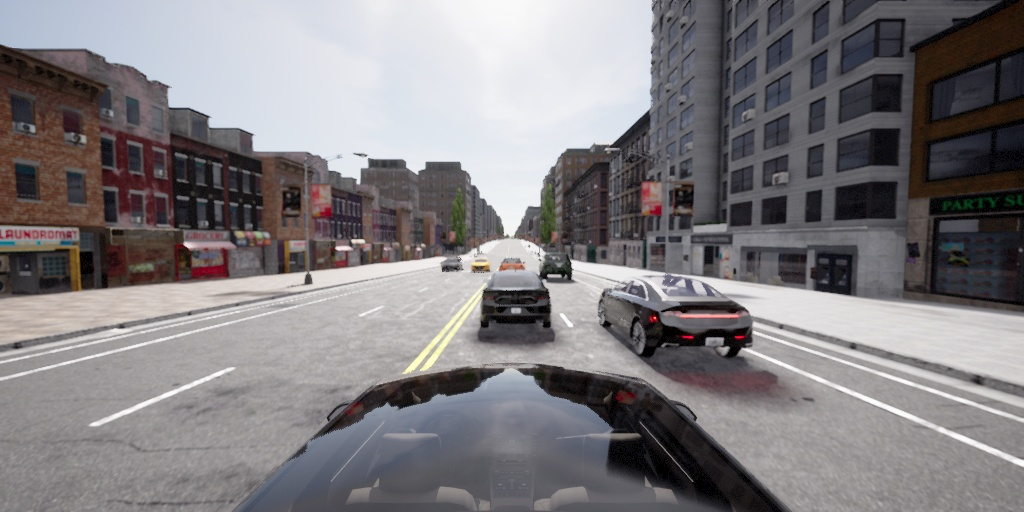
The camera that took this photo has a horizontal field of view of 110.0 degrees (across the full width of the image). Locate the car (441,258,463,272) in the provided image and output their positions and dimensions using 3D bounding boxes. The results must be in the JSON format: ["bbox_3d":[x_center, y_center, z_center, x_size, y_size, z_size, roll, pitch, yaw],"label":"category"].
[{"bbox_3d":[-6.587,0.950,39.785,1.837,1.490,4.892,0,0,0],"label":"car"}]

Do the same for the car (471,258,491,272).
[{"bbox_3d":[-3.338,0.929,39.032,1.882,1.535,5.008,0,0,0],"label":"car"}]

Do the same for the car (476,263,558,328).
[{"bbox_3d":[0.100,1.151,11.125,1.882,1.535,5.008,0,0,0],"label":"car"}]

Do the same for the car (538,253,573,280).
[{"bbox_3d":[3.352,0.765,28.175,2.150,2.045,5.566,0,1,0],"label":"car"}]

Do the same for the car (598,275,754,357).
[{"bbox_3d":[3.348,1.185,8.342,2.128,1.511,4.902,0,0,0],"label":"car"}]

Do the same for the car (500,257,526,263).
[{"bbox_3d":[0.071,0.878,30.258,2.097,1.767,4.553,0,1,3],"label":"car"}]
